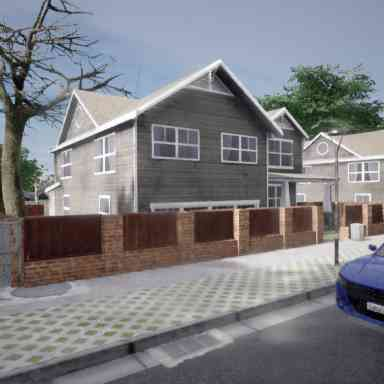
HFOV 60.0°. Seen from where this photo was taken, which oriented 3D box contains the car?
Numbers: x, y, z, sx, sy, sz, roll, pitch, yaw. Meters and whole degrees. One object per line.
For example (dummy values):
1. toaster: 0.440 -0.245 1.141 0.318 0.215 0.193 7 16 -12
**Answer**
1. car: 4.806 1.474 6.469 5.008 1.535 1.882 0 0 -35
